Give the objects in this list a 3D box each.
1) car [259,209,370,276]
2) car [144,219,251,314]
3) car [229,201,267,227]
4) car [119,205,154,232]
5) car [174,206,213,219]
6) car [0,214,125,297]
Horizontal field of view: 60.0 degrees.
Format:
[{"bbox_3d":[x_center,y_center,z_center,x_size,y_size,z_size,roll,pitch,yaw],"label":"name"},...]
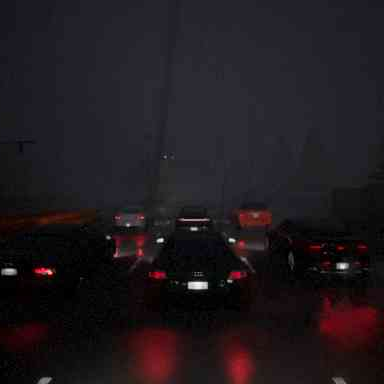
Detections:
[{"bbox_3d":[3.597,1.506,10.374,1.837,1.490,4.892,0,0,0],"label":"car"},{"bbox_3d":[0.099,1.564,7.686,1.994,1.385,4.181,0,0,0],"label":"car"},{"bbox_3d":[3.597,1.352,20.928,2.097,1.767,4.553,0,0,0],"label":"car"},{"bbox_3d":[-3.406,1.526,20.048,1.812,1.442,4.674,0,0,0],"label":"car"},{"bbox_3d":[0.097,1.492,17.635,2.128,1.511,4.902,0,0,0],"label":"car"},{"bbox_3d":[-3.401,1.547,8.721,2.033,1.411,5.357,0,0,0],"label":"car"}]
